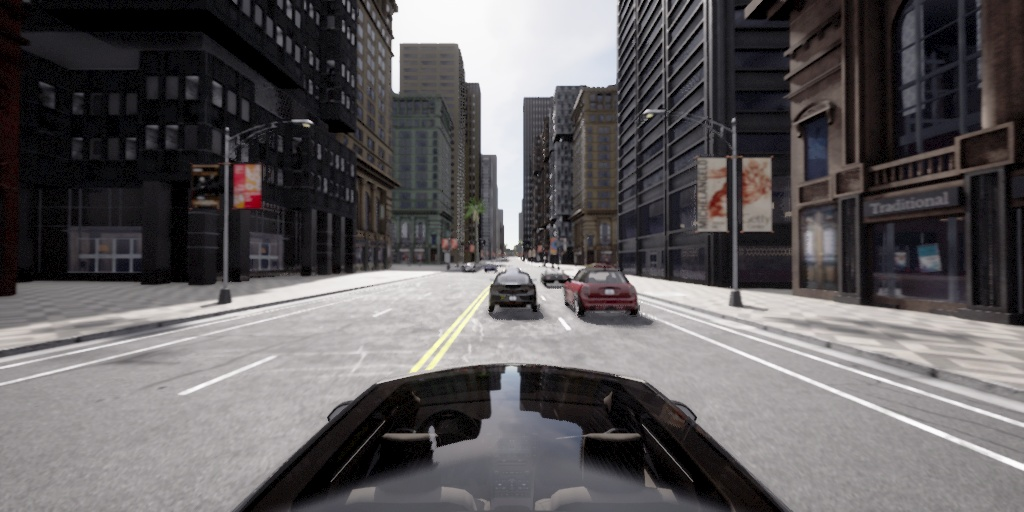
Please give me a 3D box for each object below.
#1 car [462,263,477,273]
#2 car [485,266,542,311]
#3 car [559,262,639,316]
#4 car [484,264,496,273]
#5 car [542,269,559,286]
[{"bbox_3d":[-6.566,1.838,55.541,2.128,1.511,4.902,0,0,0],"label":"car"},{"bbox_3d":[0.055,1.387,15.396,1.882,1.535,5.008,0,0,0],"label":"car"},{"bbox_3d":[3.297,1.246,14.156,2.097,1.767,4.553,0,-1,0],"label":"car"},{"bbox_3d":[-3.316,1.947,55.386,1.895,1.301,4.718,0,-1,0],"label":"car"},{"bbox_3d":[3.294,1.664,28.611,1.895,1.301,4.718,0,-1,0],"label":"car"}]
